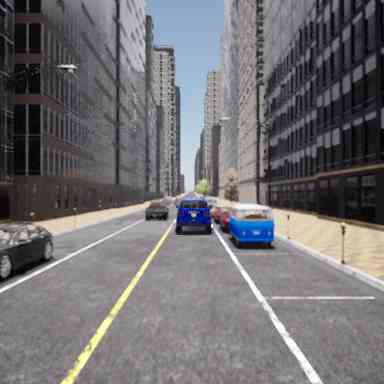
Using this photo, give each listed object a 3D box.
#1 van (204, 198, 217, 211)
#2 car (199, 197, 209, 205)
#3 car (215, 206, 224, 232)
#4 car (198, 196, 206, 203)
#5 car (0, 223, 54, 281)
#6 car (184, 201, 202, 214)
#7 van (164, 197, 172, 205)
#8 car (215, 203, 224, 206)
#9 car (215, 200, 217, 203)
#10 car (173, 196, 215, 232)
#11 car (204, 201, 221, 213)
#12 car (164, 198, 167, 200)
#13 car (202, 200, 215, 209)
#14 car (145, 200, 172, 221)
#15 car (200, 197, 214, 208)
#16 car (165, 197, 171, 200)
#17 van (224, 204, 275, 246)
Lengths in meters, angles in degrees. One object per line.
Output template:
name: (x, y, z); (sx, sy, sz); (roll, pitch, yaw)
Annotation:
van: (2.705, 1.809, 49.929); (1.690, 1.788, 3.998); (0, 0, 0)
car: (2.715, 2.011, 78.415); (2.192, 1.841, 5.009); (0, 0, 0)
car: (2.696, 1.791, 21.441); (1.802, 1.307, 4.206); (0, -1, 0)
car: (2.721, 2.140, 95.505); (2.192, 1.841, 5.009); (0, 0, 0)
car: (-5.689, 1.652, 10.050); (2.008, 1.369, 4.403); (0, -1, 0)
car: (0.111, 1.889, 41.771); (2.128, 1.511, 4.902); (0, -1, 0)
van: (-5.666, 2.038, 78.418); (1.690, 1.788, 3.998); (0, 0, 0)
car: (2.697, 1.844, 27.137); (1.802, 1.307, 4.206); (0, -1, 0)
car: (2.699, 1.842, 33.004); (1.752, 1.417, 4.829); (0, -1, 0)
car: (0.108, 1.436, 21.758); (2.150, 2.045, 5.566); (0, 0, 0)
car: (2.703, 1.970, 44.229); (2.008, 1.369, 4.403); (0, 0, 0)
car: (-5.673, 2.098, 55.628); (1.802, 1.307, 4.206); (0, 0, 0)
car: (2.707, 2.060, 55.625); (1.887, 1.381, 4.507); (0, 0, 0)
car: (-3.089, 1.768, 30.230); (1.882, 1.535, 5.008); (0, -1, 0)
car: (2.709, 1.875, 61.323); (2.192, 1.841, 5.009); (0, 0, 0)
car: (-5.668, 2.233, 72.718); (1.802, 1.307, 4.206); (0, 0, 0)
van: (2.694, 1.497, 15.745); (1.690, 1.788, 3.998); (0, -1, 0)
